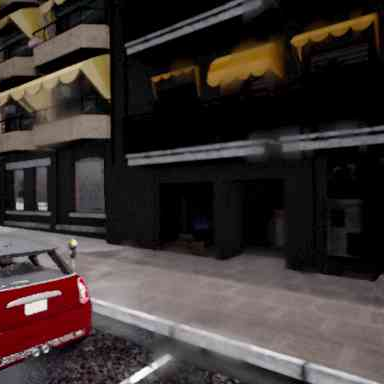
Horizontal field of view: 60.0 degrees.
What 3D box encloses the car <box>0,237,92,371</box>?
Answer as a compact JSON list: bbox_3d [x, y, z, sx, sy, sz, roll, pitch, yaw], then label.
[{"bbox_3d":[-3.465,1.406,5.148,4.097,1.590,1.967,0,-1,35],"label":"car"}]
